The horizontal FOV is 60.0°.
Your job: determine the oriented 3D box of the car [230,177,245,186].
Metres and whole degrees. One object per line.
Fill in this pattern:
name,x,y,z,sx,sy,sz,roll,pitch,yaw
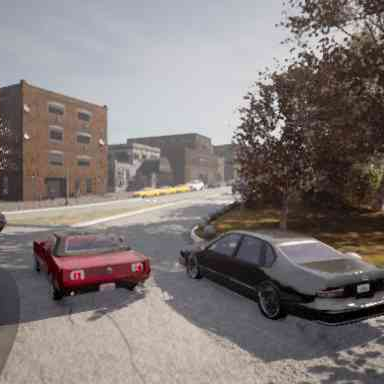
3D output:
car,12.512,-2.909,90.496,2.435,2.045,5.566,0,3,26

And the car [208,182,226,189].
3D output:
car,5.233,-1.613,75.655,2.163,1.488,4.792,0,3,26

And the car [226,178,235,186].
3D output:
car,10.107,-2.321,85.589,2.231,1.521,4.892,0,3,26

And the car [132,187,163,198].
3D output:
car,-7.033,0.067,50.649,1.946,1.575,5.366,0,4,26

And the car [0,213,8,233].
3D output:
car,-11.559,1.605,16.258,4.718,1.301,1.895,0,0,24

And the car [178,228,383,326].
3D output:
car,1.540,1.539,7.408,2.033,1.411,5.357,0,0,-27

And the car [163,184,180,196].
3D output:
car,-4.598,-0.274,55.594,1.946,1.575,5.366,0,3,26

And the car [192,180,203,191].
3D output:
car,0.377,-1.216,65.737,2.435,2.045,5.566,0,3,26

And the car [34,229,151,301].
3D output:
car,-2.828,1.598,8.489,1.895,1.301,4.718,0,0,-32

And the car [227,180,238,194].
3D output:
car,8.239,-0.799,55.016,2.150,2.045,5.566,0,4,27

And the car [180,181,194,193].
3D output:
car,-2.171,-0.613,60.546,1.946,1.575,5.366,0,3,26
